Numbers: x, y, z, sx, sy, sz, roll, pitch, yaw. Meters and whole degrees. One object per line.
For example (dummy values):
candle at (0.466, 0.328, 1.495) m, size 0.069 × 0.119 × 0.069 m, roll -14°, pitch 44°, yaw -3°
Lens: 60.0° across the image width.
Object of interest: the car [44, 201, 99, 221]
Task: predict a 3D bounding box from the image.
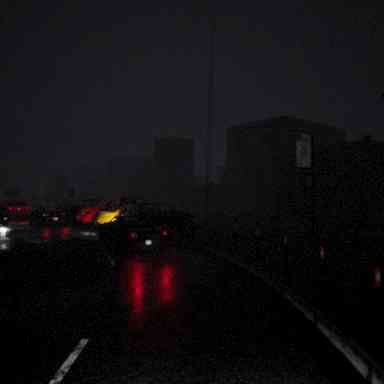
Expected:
car at (-11.645, 1.770, 32.248) m, size 4.553 × 1.767 × 2.185 m, roll 0°, pitch -2°, yaw -39°

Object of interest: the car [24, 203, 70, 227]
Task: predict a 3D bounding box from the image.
car at (-11.197, 1.810, 25.629) m, size 1.812 × 1.442 × 4.674 m, roll 0°, pitch -1°, yaw -39°

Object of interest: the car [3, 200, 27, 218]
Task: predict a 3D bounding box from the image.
car at (-18.845, 1.853, 35.088) m, size 2.150 × 2.045 × 5.566 m, roll 0°, pitch -2°, yaw -39°

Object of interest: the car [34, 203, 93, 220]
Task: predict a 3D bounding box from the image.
car at (-13.315, 1.980, 34.645) m, size 5.366 × 1.575 × 1.946 m, roll 0°, pitch -2°, yaw -39°

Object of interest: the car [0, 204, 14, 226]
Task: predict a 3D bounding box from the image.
car at (-15.676, 1.910, 25.804) m, size 2.033 × 1.411 × 5.357 m, roll 0°, pitch -1°, yaw -39°

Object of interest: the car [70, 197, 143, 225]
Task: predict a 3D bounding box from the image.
car at (-5.820, 1.423, 25.096) m, size 5.566 × 2.045 × 2.435 m, roll 0°, pitch -1°, yaw -39°

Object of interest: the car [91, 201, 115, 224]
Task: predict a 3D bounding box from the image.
car at (-3.948, 1.624, 22.853) m, size 5.008 × 1.535 × 2.097 m, roll 0°, pitch -1°, yaw -39°

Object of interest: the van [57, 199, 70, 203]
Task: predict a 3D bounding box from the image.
van at (-9.798, 1.591, 29.840) m, size 4.442 × 1.987 × 1.878 m, roll 0°, pitch -1°, yaw -39°

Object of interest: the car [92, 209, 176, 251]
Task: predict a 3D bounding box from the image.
car at (-2.739, 1.652, 14.537) m, size 1.895 × 1.301 × 4.718 m, roll 0°, pitch -1°, yaw -30°

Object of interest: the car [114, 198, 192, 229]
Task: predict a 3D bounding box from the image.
car at (-2.045, 1.447, 20.491) m, size 4.553 × 1.767 × 2.185 m, roll 0°, pitch -1°, yaw -39°
